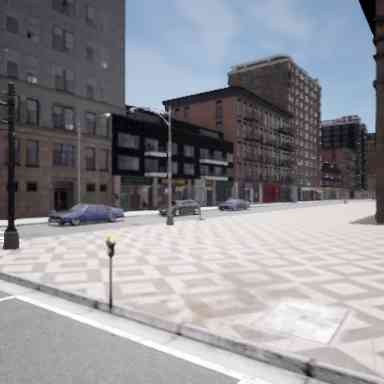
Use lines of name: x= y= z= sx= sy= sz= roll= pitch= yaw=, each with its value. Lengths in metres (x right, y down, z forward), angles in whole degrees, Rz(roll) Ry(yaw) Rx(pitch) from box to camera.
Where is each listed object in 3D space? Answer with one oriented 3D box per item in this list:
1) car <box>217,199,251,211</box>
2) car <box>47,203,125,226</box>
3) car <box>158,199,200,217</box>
car: x=5.152 y=1.515 z=39.934 sx=2.033 sy=1.411 sz=5.357 roll=0 pitch=0 yaw=36
car: x=-7.183 y=1.501 z=23.197 sx=2.033 sy=1.411 sz=5.357 roll=0 pitch=0 yaw=36
car: x=-1.148 y=1.464 z=31.389 sx=1.837 sy=1.490 sz=4.892 roll=0 pitch=0 yaw=37
